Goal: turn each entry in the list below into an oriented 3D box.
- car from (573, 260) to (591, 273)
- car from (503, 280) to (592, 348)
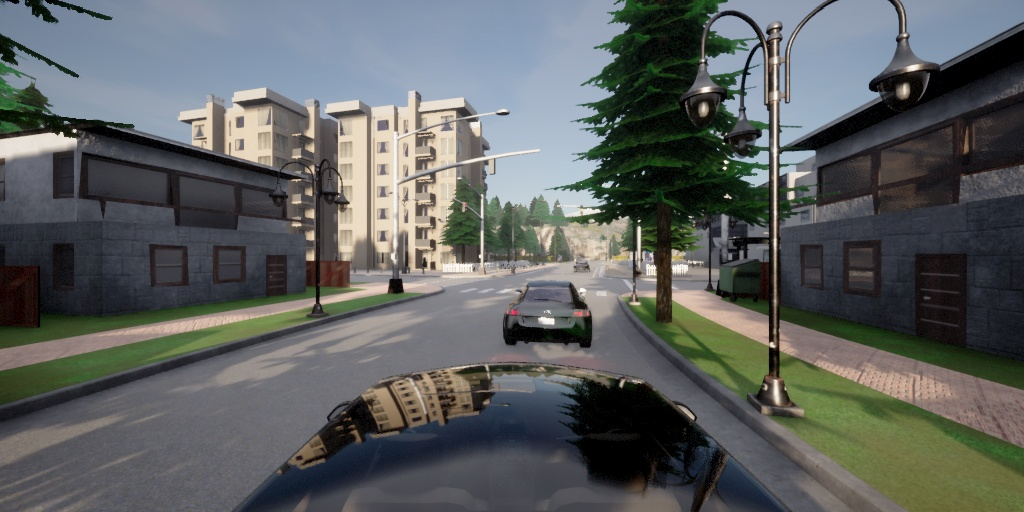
[{"bbox_3d":[8.753,1.276,44.911,2.128,1.511,4.902,0,0,14],"label":"car"},{"bbox_3d":[0.999,1.314,9.370,1.994,1.385,4.181,0,0,8],"label":"car"}]
